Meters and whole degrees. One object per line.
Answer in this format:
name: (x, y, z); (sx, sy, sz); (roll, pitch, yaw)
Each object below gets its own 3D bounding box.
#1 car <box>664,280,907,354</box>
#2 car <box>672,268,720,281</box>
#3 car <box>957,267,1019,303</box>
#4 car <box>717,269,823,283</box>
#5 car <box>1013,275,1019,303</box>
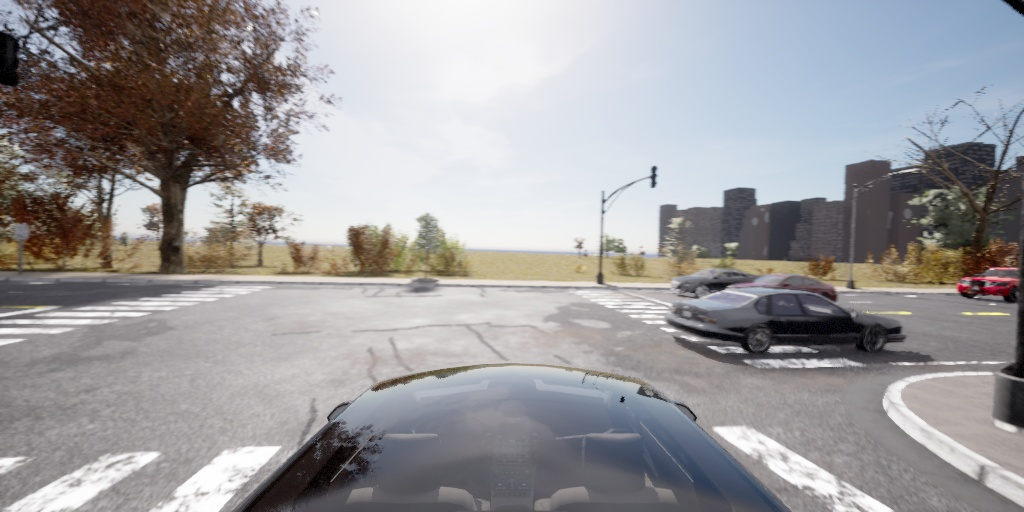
car: (6.724, 1.520, 9.040); (5.357, 1.411, 2.033); (2, 1, -8)
car: (11.158, 1.429, 19.543); (4.902, 1.511, 2.128); (1, 1, -7)
car: (30.687, 1.711, 21.929); (5.566, 2.045, 2.150); (2, 1, -7)
car: (12.291, 1.550, 16.411); (4.674, 1.442, 1.812); (1, 1, -6)
car: (29.745, 2.007, 18.549); (4.902, 1.511, 2.128); (2, 1, -7)
